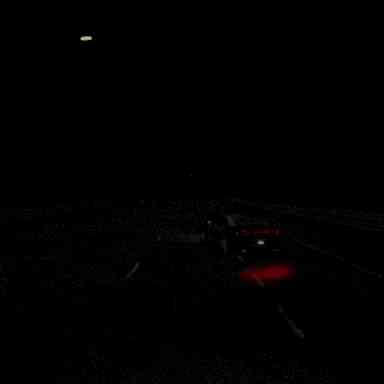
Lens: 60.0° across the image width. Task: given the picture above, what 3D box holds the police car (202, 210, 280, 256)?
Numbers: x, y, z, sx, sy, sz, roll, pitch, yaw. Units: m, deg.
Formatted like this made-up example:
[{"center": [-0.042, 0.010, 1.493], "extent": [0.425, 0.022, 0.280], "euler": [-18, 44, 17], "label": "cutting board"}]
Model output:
[{"center": [1.789, 1.580, 13.978], "extent": [1.930, 1.638, 5.238], "euler": [0, -1, -13], "label": "police car"}]
